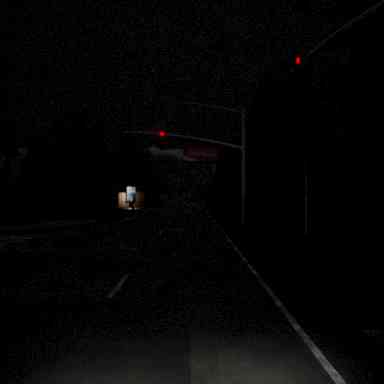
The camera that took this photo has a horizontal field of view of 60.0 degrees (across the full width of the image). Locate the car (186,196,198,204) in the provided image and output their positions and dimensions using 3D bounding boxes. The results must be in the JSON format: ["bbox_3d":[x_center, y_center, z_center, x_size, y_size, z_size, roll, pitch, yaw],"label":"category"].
[{"bbox_3d":[-0.025,1.481,61.181,1.837,1.490,4.892,0,0,0],"label":"car"}]

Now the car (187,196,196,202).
[{"bbox_3d":[-0.029,1.500,71.595,1.895,1.301,4.718,0,0,0],"label":"car"}]
